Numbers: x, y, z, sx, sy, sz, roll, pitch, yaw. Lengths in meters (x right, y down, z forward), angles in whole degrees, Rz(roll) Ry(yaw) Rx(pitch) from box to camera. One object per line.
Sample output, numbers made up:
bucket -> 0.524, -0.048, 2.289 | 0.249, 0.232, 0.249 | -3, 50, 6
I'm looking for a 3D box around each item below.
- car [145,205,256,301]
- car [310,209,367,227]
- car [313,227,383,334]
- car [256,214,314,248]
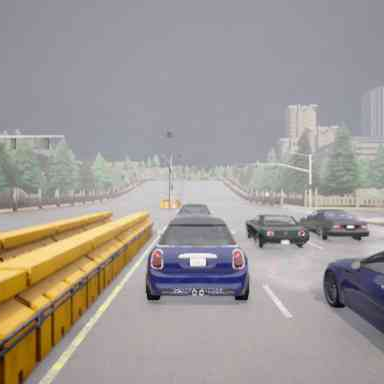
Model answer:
car -> 0.118, 1.377, 8.522 | 2.097, 1.767, 4.553 | 0, 0, 0
car -> 7.128, 1.598, 17.219 | 2.033, 1.411, 5.357 | 0, 0, 3
car -> 3.614, 1.540, 4.988 | 1.812, 1.442, 4.674 | 0, 0, 0
car -> 3.633, 1.645, 15.056 | 1.895, 1.301, 4.718 | 0, 0, 1
